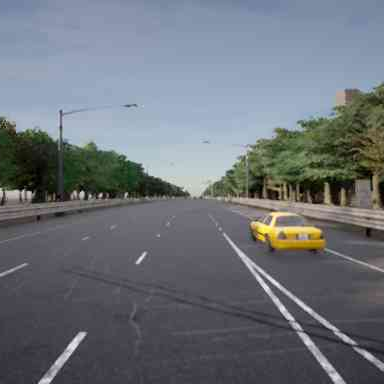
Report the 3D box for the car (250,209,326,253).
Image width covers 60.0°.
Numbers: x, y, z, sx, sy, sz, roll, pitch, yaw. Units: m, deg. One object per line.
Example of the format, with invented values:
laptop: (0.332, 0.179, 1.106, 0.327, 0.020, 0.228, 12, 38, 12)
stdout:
car: (3.657, 1.484, 13.740, 1.801, 1.575, 5.366, 0, 0, -2)
